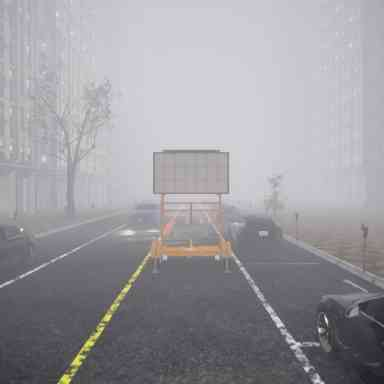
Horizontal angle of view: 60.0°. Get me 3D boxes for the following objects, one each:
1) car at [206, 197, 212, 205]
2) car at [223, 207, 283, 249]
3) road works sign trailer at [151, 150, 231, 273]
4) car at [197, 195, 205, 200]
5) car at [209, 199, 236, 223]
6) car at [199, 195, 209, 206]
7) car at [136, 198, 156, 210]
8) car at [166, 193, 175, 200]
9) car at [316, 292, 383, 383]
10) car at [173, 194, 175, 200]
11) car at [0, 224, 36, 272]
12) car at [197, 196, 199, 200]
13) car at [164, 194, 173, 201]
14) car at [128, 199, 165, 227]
[{"bbox_3d":[2.604,1.516,31.480,1.752,1.417,4.829,-1,0,0],"label":"car"},{"bbox_3d":[2.647,1.562,14.382,1.947,1.339,4.313,-1,0,0],"label":"car"},{"bbox_3d":[-0.025,0.462,10.639,2.380,3.560,2.880,0,0,0],"label":"road works sign trailer"},{"bbox_3d":[2.452,1.502,93.380,2.008,1.369,4.403,-1,0,0],"label":"car"},{"bbox_3d":[2.618,1.538,25.667,1.887,1.381,4.507,-1,0,0],"label":"car"},{"bbox_3d":[2.549,1.525,53.881,1.887,1.381,4.507,-1,0,0],"label":"car"},{"bbox_3d":[-5.804,1.536,42.564,2.008,1.369,4.403,-1,0,0],"label":"car"},{"bbox_3d":[-5.932,1.266,93.336,2.192,1.841,5.009,-1,0,0],"label":"car"},{"bbox_3d":[2.675,1.565,3.096,1.947,1.339,4.313,-1,0,0],"label":"car"},{"bbox_3d":[-5.901,1.543,82.054,1.802,1.307,4.206,-1,0,0],"label":"car"},{"bbox_3d":[-5.721,1.564,8.716,1.947,1.339,4.313,-1,0,0],"label":"car"},{"bbox_3d":[2.494,1.516,76.452,2.008,1.369,4.403,-1,0,0],"label":"car"},{"bbox_3d":[-5.887,1.491,76.243,1.752,1.417,4.829,-1,0,0],"label":"car"},{"bbox_3d":[-3.157,1.471,22.965,1.882,1.535,5.008,0,0,0],"label":"car"}]
